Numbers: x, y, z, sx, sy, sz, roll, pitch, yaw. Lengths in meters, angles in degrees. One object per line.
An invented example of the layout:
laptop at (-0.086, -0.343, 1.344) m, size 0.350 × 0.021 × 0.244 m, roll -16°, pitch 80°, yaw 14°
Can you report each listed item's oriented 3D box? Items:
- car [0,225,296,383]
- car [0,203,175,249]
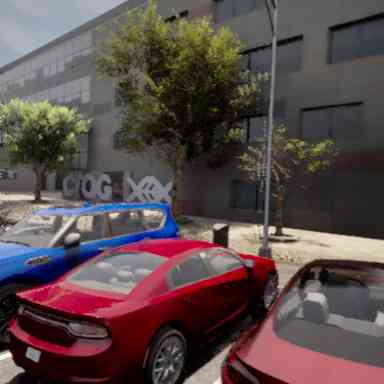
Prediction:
car at (-0.209, 1.506, 5.429) m, size 2.097 × 1.535 × 5.008 m, roll -1°, pitch -1°, yaw 35°
car at (-2.454, 1.295, 6.996) m, size 2.435 × 2.045 × 5.566 m, roll -1°, pitch -1°, yaw 35°
